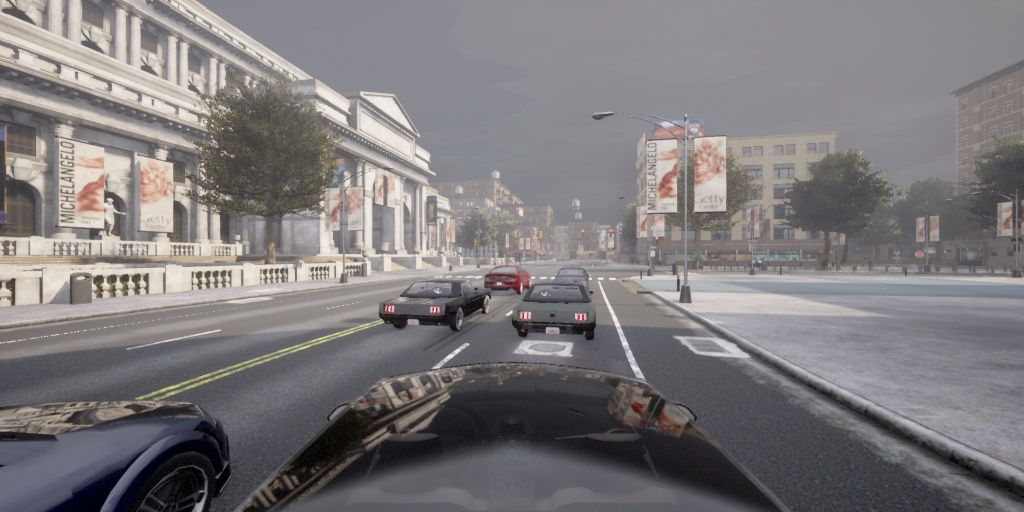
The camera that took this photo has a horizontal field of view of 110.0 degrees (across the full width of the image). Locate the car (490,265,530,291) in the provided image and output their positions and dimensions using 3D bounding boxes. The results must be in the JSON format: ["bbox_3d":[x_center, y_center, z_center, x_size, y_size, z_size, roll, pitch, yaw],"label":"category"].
[{"bbox_3d":[-0.133,1.228,20.209,1.882,1.535,5.008,0,0,12],"label":"car"}]

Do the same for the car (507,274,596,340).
[{"bbox_3d":[1.325,1.351,10.048,1.895,1.301,4.718,0,0,11],"label":"car"}]

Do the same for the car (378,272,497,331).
[{"bbox_3d":[-2.019,1.351,11.058,1.895,1.301,4.718,0,0,11],"label":"car"}]

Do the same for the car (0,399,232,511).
[{"bbox_3d":[-3.157,1.314,1.070,1.994,1.385,4.181,0,0,-2],"label":"car"}]

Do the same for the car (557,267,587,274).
[{"bbox_3d":[3.260,1.297,19.398,2.033,1.411,5.357,0,0,12],"label":"car"}]
